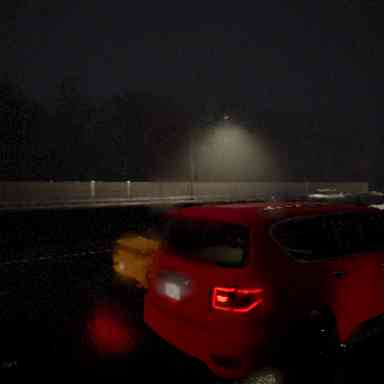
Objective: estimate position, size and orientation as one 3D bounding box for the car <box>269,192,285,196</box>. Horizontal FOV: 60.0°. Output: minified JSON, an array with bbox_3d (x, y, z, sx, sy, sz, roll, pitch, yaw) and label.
[{"bbox_3d":[12.004,0.830,46.906,4.553,1.767,2.097,-1,1,-35],"label":"car"}]

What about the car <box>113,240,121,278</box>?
[{"bbox_3d":[0.515,1.404,8.538,5.008,1.535,1.882,-1,1,-35],"label":"car"}]

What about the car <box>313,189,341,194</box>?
[{"bbox_3d":[16.715,0.692,41.670,5.566,2.045,2.150,0,0,-35],"label":"car"}]

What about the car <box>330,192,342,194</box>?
[{"bbox_3d":[18.424,0.998,38.594,4.674,1.442,1.812,-1,0,-35],"label":"car"}]

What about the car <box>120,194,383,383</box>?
[{"bbox_3d":[1.962,1.158,5.268,5.566,2.045,2.150,-1,1,-35],"label":"car"}]

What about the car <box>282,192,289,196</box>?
[{"bbox_3d":[14.587,1.033,44.450,4.181,1.385,1.994,-1,0,-35],"label":"car"}]
